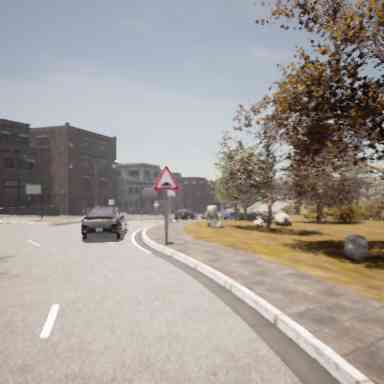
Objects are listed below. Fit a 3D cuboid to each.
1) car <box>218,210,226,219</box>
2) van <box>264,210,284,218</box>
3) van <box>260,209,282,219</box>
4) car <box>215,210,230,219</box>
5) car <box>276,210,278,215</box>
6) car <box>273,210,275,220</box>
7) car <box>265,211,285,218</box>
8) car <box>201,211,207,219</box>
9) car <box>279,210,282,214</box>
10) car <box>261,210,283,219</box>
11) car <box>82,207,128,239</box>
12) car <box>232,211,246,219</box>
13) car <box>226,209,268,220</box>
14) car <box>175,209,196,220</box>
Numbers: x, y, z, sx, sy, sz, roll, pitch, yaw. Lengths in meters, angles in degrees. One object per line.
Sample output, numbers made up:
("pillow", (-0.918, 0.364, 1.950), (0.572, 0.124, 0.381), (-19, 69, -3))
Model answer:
("car", (6.272, 4.061, 57.335), (1.994, 1.385, 4.181), (-1, -4, 19))
("van", (19.599, 5.256, 79.786), (4.442, 1.987, 1.878), (-1, -3, 19))
("van", (17.171, 4.788, 71.892), (4.442, 1.987, 1.878), (-1, -3, 19))
("car", (6.270, 4.488, 67.461), (2.097, 1.767, 4.553), (-1, -4, 19))
("car", (10.708, 3.795, 53.749), (5.366, 1.575, 1.946), (-1, -4, 19))
("car", (9.126, 3.417, 48.481), (4.892, 1.521, 2.231), (-1, -4, 19))
("car", (20.619, 5.498, 82.338), (4.553, 1.767, 2.185), (-1, -3, 19))
("car", (3.050, 4.059, 57.951), (1.994, 1.385, 4.181), (-1, -4, 19))
("car", (14.414, 4.553, 64.100), (4.674, 1.452, 2.002), (-1, -4, 19))
("car", (17.954, 5.057, 74.661), (4.553, 1.767, 2.185), (-1, -3, 19))
("car", (-4.564, 1.526, 17.764), (2.128, 1.511, 4.902), (-1, 0, -6))
("car", (9.489, 4.622, 66.830), (1.837, 1.490, 4.892), (-1, -4, 19))
("car", (7.350, 3.028, 43.281), (4.892, 1.521, 2.231), (-1, -4, 19))
("car", (-0.874, 3.122, 45.991), (1.837, 1.490, 4.892), (0, -4, 18))
